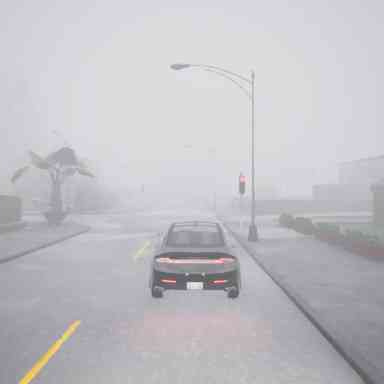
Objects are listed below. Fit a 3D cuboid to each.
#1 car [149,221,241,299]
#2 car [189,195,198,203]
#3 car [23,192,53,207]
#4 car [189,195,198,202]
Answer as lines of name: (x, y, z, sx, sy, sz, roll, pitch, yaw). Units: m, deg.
car: (0.087, 1.492, 8.471, 2.128, 1.511, 4.902, 0, 0, 1)
car: (0.391, 1.492, 68.222, 2.128, 1.511, 4.902, 0, 0, 0)
car: (-19.576, 0.986, 42.937, 1.905, 1.878, 3.866, 0, 0, 35)
car: (0.347, 1.525, 80.629, 2.128, 1.511, 4.902, 0, 0, 0)
